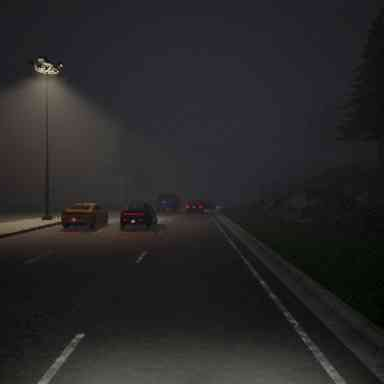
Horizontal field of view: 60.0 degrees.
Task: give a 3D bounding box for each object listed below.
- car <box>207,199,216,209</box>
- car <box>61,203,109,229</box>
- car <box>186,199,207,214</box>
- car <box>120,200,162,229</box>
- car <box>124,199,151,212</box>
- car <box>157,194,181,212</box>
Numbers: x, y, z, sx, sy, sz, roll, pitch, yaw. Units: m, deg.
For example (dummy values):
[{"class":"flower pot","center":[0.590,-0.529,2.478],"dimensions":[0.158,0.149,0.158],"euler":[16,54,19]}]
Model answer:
[{"class":"car","center":[1.956,1.558,44.556],"dimensions":[1.994,1.385,4.181],"euler":[0,0,14]},{"class":"car","center":[-6.903,1.474,21.914],"dimensions":[1.882,1.535,5.008],"euler":[0,0,0]},{"class":"car","center":[0.327,1.543,35.189],"dimensions":[2.033,1.411,5.357],"euler":[0,0,3]},{"class":"car","center":[-3.403,1.488,21.671],"dimensions":[2.128,1.511,4.902],"euler":[0,0,0]},{"class":"car","center":[-6.317,1.558,38.912],"dimensions":[1.994,1.385,4.181],"euler":[0,0,6]},{"class":"car","center":[-2.755,1.214,39.539],"dimensions":[2.150,2.045,5.566],"euler":[0,0,7]}]
